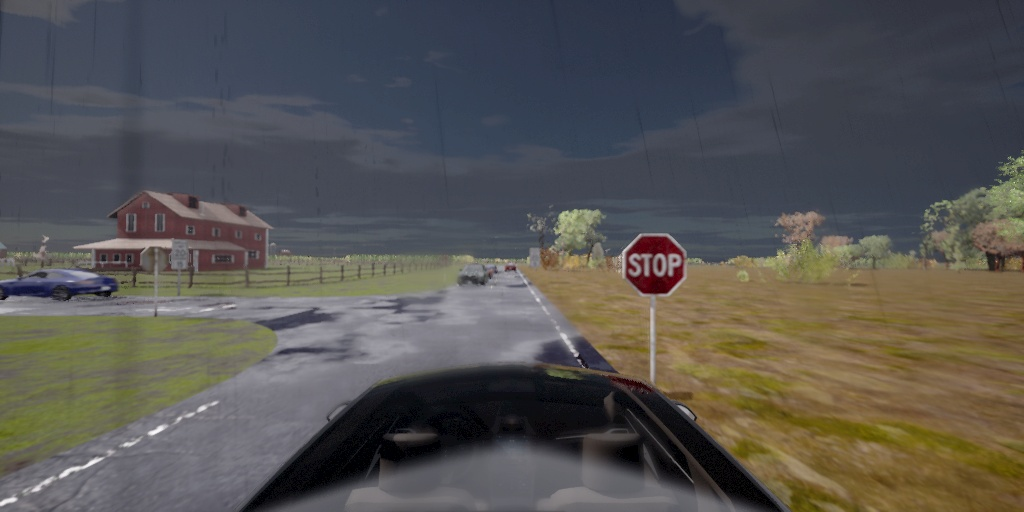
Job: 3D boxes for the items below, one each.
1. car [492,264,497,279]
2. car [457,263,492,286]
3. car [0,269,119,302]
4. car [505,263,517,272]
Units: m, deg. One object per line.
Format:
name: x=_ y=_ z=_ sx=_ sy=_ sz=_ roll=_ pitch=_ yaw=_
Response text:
car: x=-2.991 y=1.783 z=39.383 sx=1.895 sy=1.301 sz=4.718 roll=0 pitch=-1 yaw=0
car: x=-3.041 y=1.412 z=28.854 sx=2.097 sy=1.767 sz=4.553 roll=0 pitch=-1 yaw=2
car: x=-21.303 y=1.323 z=16.797 sx=4.674 sy=1.442 sz=1.812 roll=0 pitch=-1 yaw=0
car: x=-0.227 y=1.909 z=60.783 sx=1.882 sy=1.535 sz=5.008 roll=0 pitch=-1 yaw=0
